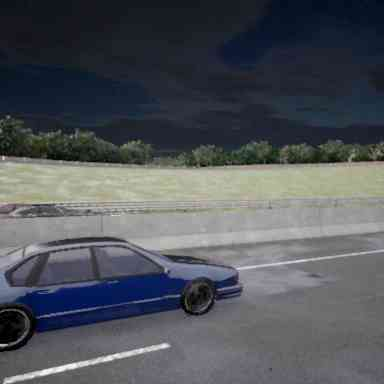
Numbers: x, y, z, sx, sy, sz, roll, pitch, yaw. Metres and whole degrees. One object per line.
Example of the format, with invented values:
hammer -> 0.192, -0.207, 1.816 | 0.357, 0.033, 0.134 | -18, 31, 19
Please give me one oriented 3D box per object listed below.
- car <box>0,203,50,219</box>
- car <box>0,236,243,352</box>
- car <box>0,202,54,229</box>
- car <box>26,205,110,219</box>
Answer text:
car -> -8.713, 1.471, 18.400 | 4.892, 1.490, 1.837 | 0, 0, -26
car -> -1.743, 1.532, 6.005 | 5.357, 1.411, 2.033 | 0, 0, -26
car -> -11.476, 1.444, 20.942 | 5.008, 1.535, 1.882 | 0, 0, -26
car -> -5.565, 1.528, 16.045 | 4.181, 1.385, 1.994 | 0, 0, -26
